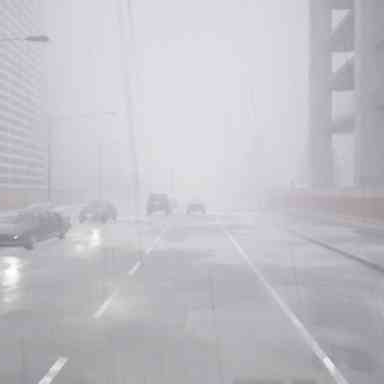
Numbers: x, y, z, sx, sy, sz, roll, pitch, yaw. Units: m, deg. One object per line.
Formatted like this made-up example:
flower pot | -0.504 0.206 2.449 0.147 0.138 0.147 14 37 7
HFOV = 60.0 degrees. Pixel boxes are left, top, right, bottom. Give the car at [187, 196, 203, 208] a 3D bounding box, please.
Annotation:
car | 0.493 1.411 47.066 2.128 1.511 4.902 0 0 1

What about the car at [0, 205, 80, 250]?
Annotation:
car | -6.955 1.519 14.488 2.033 1.411 5.357 0 0 1

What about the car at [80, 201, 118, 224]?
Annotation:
car | -6.847 1.446 24.664 2.128 1.511 4.902 0 0 1

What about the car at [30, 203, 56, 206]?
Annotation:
car | -10.377 1.481 22.964 1.812 1.442 4.674 0 0 1

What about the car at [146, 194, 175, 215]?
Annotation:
car | -3.183 1.165 33.222 2.150 2.045 5.566 0 0 1

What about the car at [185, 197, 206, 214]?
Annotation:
car | 0.415 1.468 34.107 1.812 1.442 4.674 0 0 1

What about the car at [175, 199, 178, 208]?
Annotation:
car | -3.013 1.519 46.924 1.895 1.301 4.718 0 0 1
